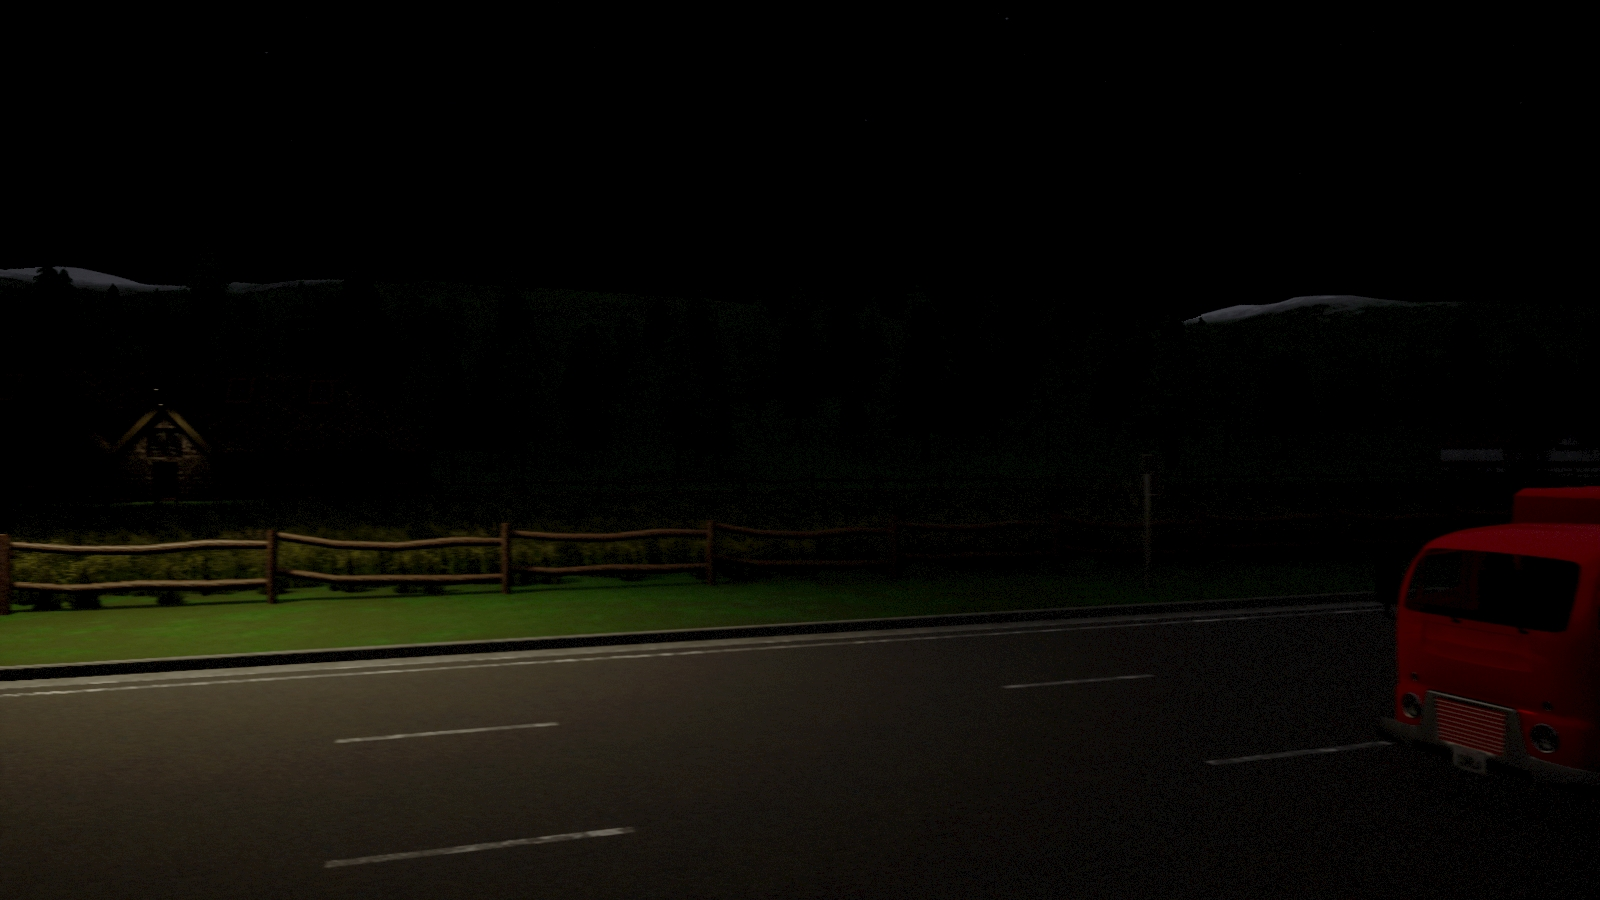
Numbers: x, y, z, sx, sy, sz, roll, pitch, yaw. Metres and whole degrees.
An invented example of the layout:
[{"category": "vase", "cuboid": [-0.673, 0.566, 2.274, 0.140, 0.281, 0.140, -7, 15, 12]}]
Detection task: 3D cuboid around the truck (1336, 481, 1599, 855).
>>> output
[{"category": "truck", "cuboid": [7.676, 1.554, 9.817, 5.204, 2.467, 2.627, -1, 0, -20]}]
